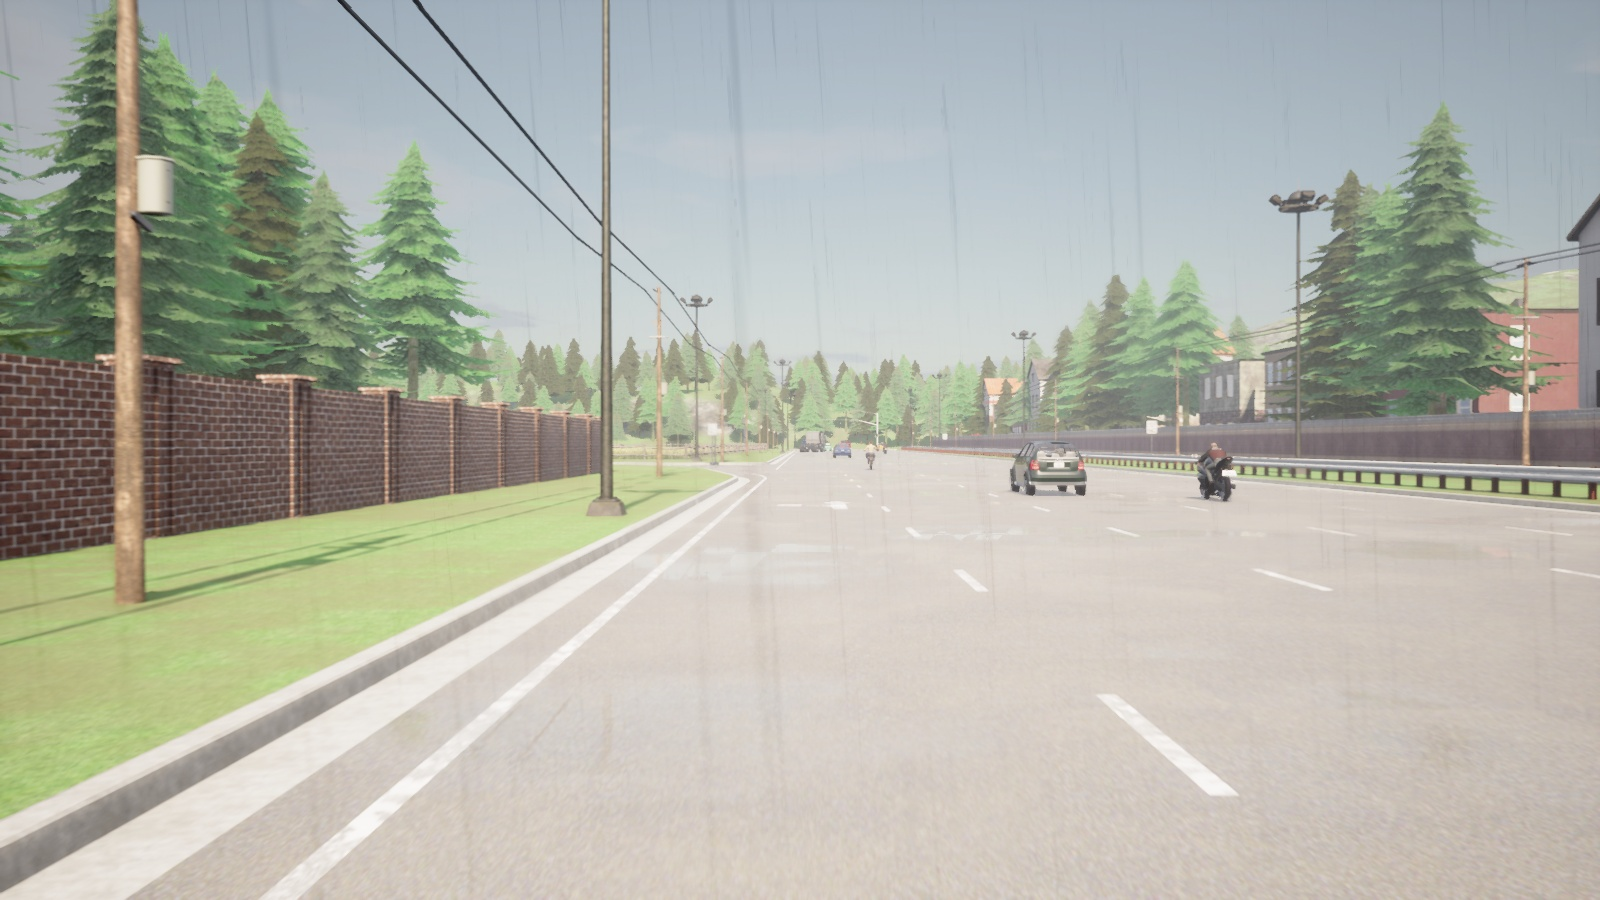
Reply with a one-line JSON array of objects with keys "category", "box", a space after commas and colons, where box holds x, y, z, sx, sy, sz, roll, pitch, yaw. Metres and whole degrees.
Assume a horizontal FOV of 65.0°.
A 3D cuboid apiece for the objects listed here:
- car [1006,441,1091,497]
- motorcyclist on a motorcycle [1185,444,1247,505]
[{"category": "car", "box": [7.226, 0.523, 36.810, 1.789, 1.549, 3.705, 0, 0, 0]}, {"category": "motorcyclist on a motorcycle", "box": [10.701, 0.608, 32.387, 0.866, 1.530, 2.191, 0, 0, 0]}]
